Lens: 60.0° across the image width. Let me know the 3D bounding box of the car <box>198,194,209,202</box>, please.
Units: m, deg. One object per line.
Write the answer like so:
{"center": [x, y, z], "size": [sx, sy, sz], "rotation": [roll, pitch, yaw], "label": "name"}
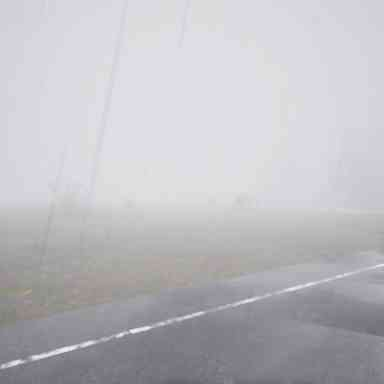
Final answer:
{"center": [1.737, 1.215, 66.750], "size": [2.097, 1.767, 4.553], "rotation": [0, 0, -33], "label": "car"}
